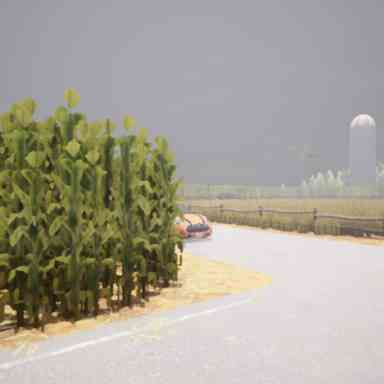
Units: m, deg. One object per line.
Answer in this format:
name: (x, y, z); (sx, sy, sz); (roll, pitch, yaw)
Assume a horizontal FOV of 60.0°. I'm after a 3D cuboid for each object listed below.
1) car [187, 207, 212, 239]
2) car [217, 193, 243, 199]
car: (-0.986, 1.347, 16.694); (2.097, 1.767, 4.553); (0, 0, -35)
car: (7.510, 1.165, 65.680); (5.566, 2.045, 2.150); (0, 0, -35)
